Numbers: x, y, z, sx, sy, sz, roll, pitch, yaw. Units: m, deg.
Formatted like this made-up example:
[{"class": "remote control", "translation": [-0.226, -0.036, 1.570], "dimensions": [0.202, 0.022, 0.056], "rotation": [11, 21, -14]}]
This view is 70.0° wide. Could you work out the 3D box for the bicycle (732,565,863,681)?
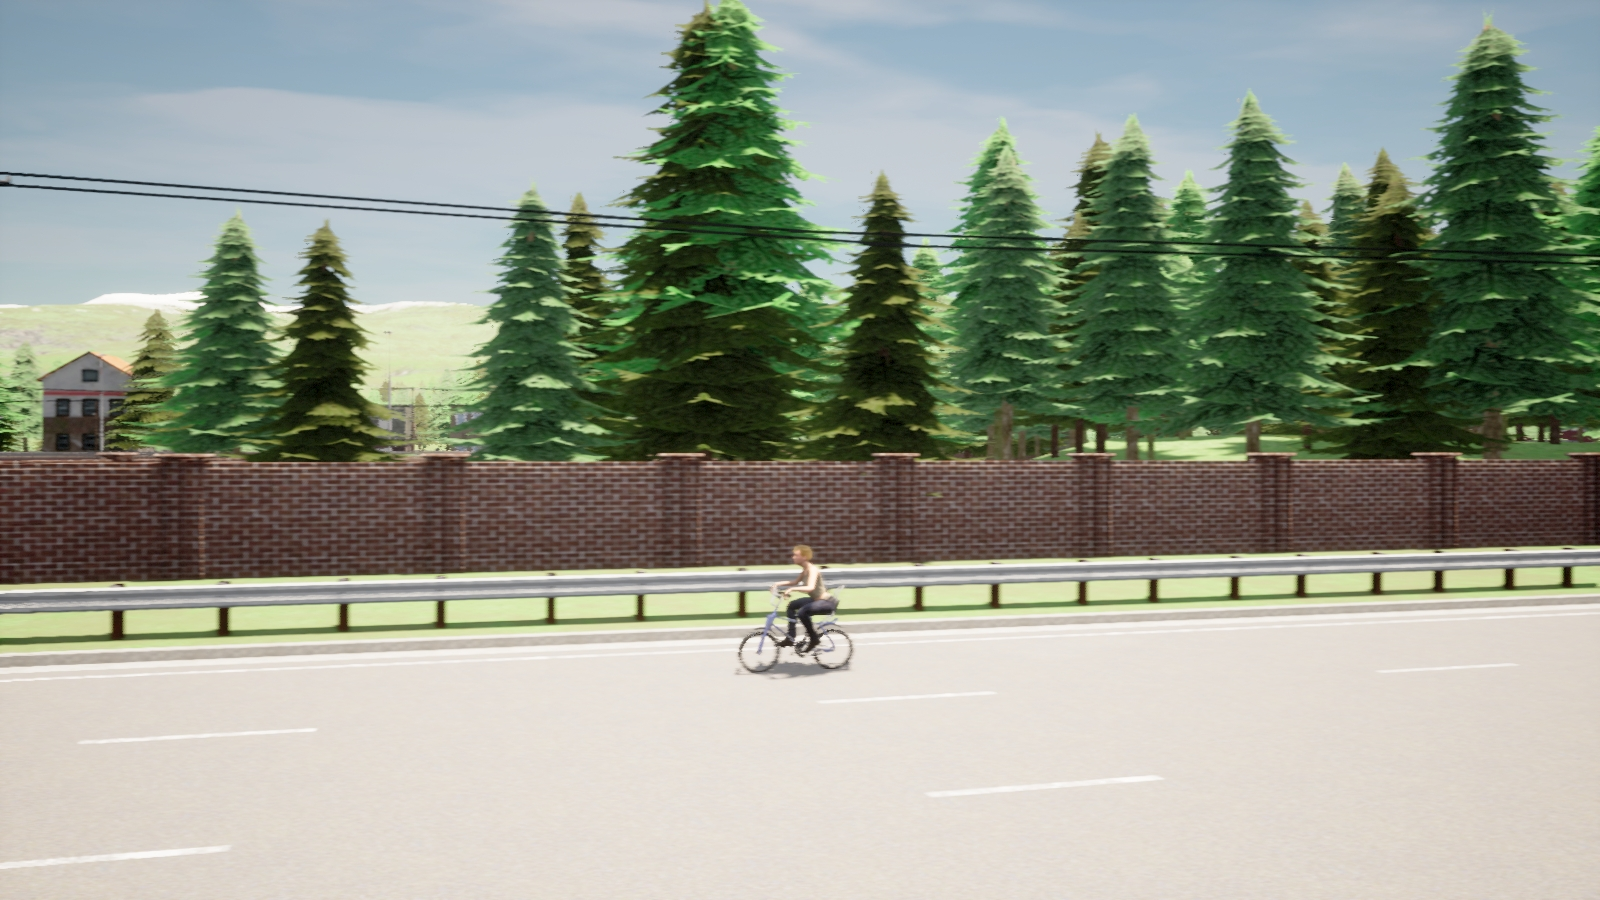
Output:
[{"class": "bicycle", "translation": [-0.044, 2.151, 14.391], "dimensions": [1.487, 1.276, 0.859], "rotation": [0, 0, -14]}]
